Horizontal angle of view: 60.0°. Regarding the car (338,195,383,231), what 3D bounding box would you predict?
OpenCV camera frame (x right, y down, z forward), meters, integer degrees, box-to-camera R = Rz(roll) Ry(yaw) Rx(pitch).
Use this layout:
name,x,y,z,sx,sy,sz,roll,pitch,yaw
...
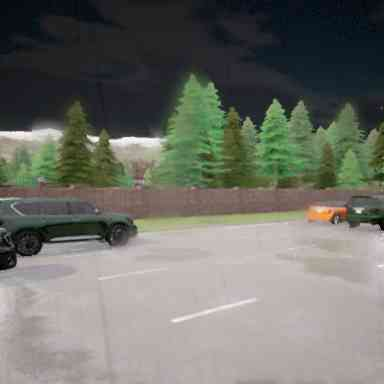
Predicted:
name,x,y,z,sx,sy,sz,roll,pitch,yaw
car,11.837,1.228,20.796,5.566,2.045,2.150,0,0,-36

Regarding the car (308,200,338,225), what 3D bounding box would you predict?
name,x,y,z,sx,sy,sz,roll,pitch,yaw
car,10.468,1.359,24.120,4.553,1.767,2.097,0,0,-36

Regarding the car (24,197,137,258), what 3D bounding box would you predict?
name,x,y,z,sx,sy,sz,roll,pitch,yaw
car,-4.958,1.222,13.108,5.566,2.045,2.150,0,0,-36

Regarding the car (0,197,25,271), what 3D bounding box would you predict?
name,x,y,z,sx,sy,sz,roll,pitch,yaw
car,-7.009,1.221,7.345,5.566,2.045,2.150,0,0,-36
